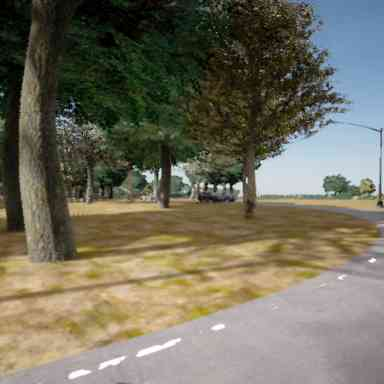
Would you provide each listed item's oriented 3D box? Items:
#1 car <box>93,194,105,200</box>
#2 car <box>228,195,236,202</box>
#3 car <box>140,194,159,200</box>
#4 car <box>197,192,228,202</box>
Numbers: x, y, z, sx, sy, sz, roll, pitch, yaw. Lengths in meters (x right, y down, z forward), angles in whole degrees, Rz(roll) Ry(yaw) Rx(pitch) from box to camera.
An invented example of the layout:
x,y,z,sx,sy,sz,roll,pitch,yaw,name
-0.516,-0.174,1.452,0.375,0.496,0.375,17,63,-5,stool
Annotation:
x,y,z,sx,sy,sz,roll,pitch,yaw,name
-24.449,1.277,84.968,4.902,1.511,2.128,0,-1,34,car
6.603,1.326,66.956,4.892,1.490,1.837,0,-1,43,car
-9.752,1.196,76.377,4.674,1.442,1.812,0,-1,29,car
3.577,0.951,64.249,5.566,2.045,2.150,0,-1,42,car
